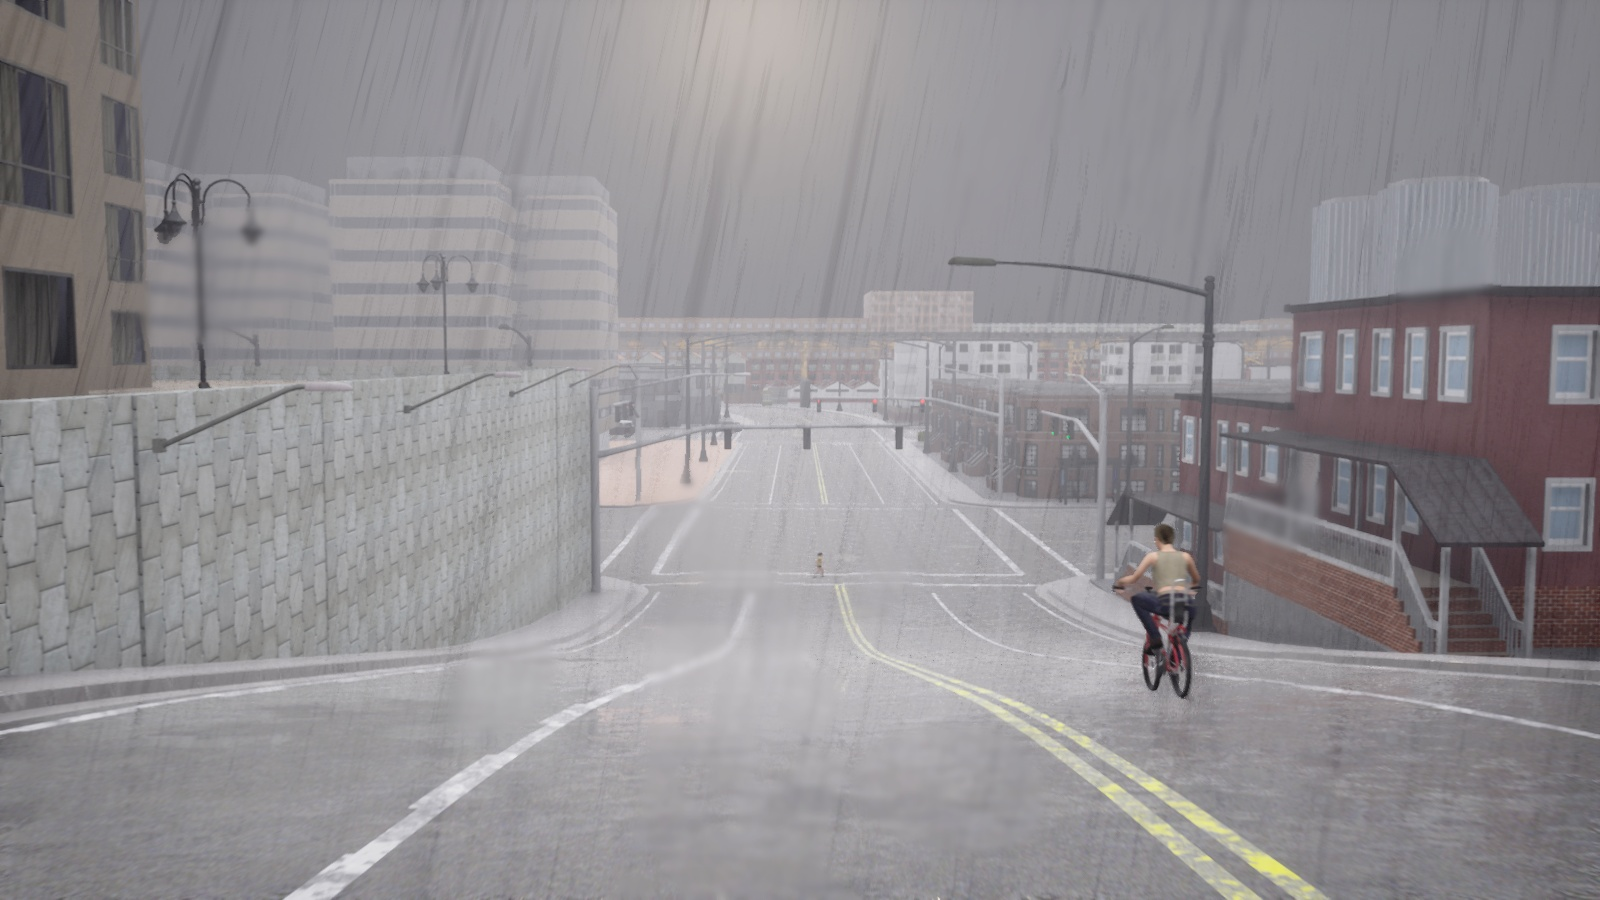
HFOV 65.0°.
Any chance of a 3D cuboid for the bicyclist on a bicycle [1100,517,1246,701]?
[{"bbox_3d":[3.473,1.494,11.846,0.866,1.612,1.509,0,-7,0],"label":"bicyclist on a bicycle"}]
